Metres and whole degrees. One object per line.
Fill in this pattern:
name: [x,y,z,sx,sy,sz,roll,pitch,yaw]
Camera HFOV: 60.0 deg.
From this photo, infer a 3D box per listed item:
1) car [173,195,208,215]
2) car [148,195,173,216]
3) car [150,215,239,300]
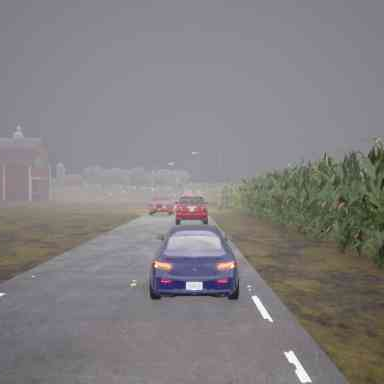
car: [-0.046,1.246,23.933,2.150,2.045,5.566,0,0,-1]
car: [-3.023,1.307,33.363,2.150,2.045,5.566,0,0,0]
car: [0.061,1.524,8.289,1.812,1.442,4.674,0,0,0]
